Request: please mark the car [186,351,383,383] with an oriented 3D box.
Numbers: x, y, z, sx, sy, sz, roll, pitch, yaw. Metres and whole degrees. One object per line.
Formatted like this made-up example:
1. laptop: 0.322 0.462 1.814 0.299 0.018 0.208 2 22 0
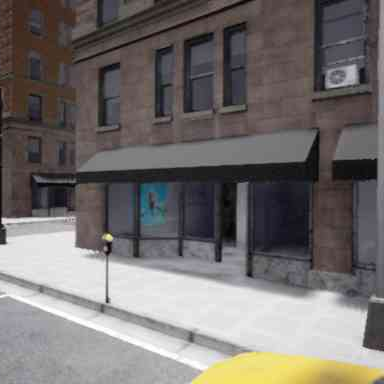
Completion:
1. car: 1.872 1.531 1.475 4.829 1.417 1.752 1 0 36
